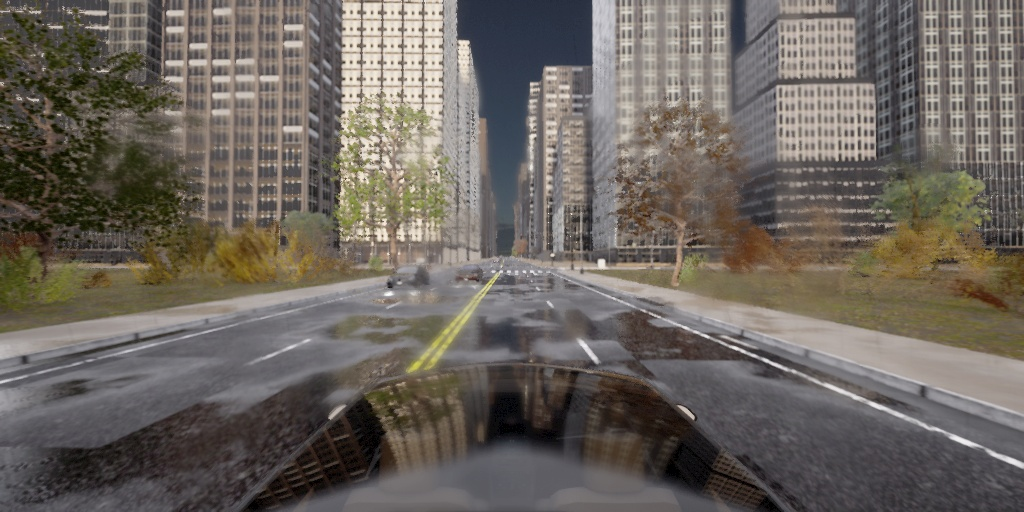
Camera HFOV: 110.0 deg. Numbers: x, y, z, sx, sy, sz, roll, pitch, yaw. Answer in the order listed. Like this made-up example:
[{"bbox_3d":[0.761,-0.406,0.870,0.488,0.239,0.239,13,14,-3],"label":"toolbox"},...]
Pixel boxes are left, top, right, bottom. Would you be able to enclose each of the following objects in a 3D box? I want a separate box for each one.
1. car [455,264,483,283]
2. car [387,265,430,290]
[{"bbox_3d":[-3.343,1.370,29.024,2.033,1.411,5.357,0,0,0],"label":"car"},{"bbox_3d":[-6.595,1.335,23.351,1.812,1.442,4.674,0,0,0],"label":"car"}]
